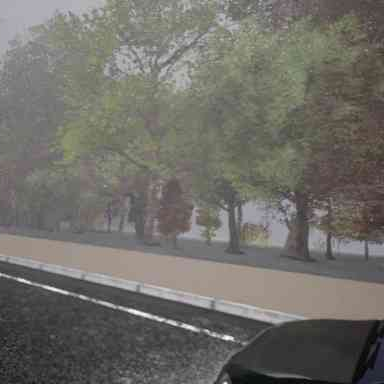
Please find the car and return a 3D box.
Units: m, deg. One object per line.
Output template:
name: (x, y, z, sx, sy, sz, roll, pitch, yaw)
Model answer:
car: (2.130, 1.559, 2.164, 4.181, 1.385, 1.994, -1, 0, 35)
